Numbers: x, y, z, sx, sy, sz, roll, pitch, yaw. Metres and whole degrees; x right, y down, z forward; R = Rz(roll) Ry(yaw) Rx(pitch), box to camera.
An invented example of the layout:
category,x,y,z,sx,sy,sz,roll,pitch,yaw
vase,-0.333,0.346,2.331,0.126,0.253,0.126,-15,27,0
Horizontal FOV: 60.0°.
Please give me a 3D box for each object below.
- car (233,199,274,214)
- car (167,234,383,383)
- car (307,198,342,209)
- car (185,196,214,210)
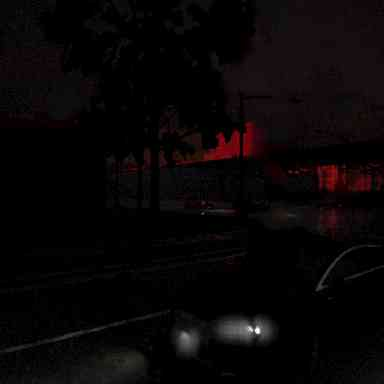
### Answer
category,x,y,z,sx,sy,sz,roll,pitch,yaw
car,6.426,1.478,35.385,1.882,1.535,5.008,0,0,-34
car,1.933,1.491,5.368,4.902,1.511,2.128,0,0,-35
car,17.536,1.526,44.290,1.812,1.442,4.674,0,0,-34
car,0.958,1.352,43.580,2.097,1.767,4.553,0,0,-33
